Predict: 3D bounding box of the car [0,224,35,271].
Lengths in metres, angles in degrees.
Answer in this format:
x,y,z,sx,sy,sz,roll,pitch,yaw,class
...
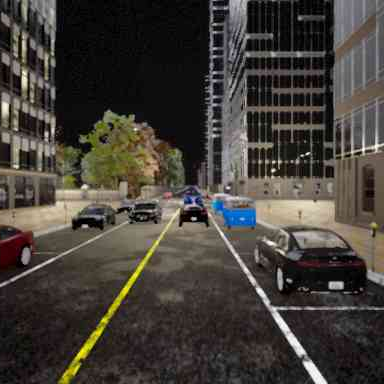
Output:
x,y,z,sx,sy,sz,roll,pitch,yaw,class
-5.681,1.494,8.415,1.887,1.381,4.507,0,0,0,car

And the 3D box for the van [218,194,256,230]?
x,y,z,sx,sy,sz,roll,pitch,yaw,class
2.714,1.203,19.810,1.690,1.788,3.998,0,1,0,van

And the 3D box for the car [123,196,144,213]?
x,y,z,sx,sy,sz,roll,pitch,yaw,class
-5.737,1.321,31.215,1.947,1.339,4.313,0,1,0,car

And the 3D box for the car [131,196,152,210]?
x,y,z,sx,sy,sz,roll,pitch,yaw,class
-5.778,1.211,38.448,1.752,1.417,4.829,0,1,0,car

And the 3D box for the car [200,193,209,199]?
x,y,z,sx,sy,sz,roll,pitch,yaw,class
2.768,0.902,75.012,1.947,1.339,4.313,0,1,0,car

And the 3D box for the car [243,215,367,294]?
x,y,z,sx,sy,sz,roll,pitch,yaw,class
2.700,1.500,8.407,2.008,1.369,4.403,0,0,0,car

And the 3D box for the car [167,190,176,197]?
x,y,z,sx,sy,sz,roll,pitch,yaw,class
-5.595,0.486,92.064,2.192,1.841,5.009,0,1,0,car

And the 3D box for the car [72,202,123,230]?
x,y,z,sx,sy,sz,roll,pitch,yaw,class
-5.668,1.427,19.819,1.947,1.339,4.313,0,0,0,car

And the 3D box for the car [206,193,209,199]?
x,y,z,sx,sy,sz,roll,pitch,yaw,class
2.763,0.831,69.331,1.967,1.590,4.097,0,1,0,car

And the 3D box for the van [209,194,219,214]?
x,y,z,sx,sy,sz,roll,pitch,yaw,class
2.807,1.096,31.206,1.690,1.788,3.998,0,1,0,van

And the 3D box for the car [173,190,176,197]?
x,y,z,sx,sy,sz,roll,pitch,yaw,class
-5.607,0.832,80.700,2.008,1.369,4.403,0,1,0,car

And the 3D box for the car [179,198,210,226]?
x,y,z,sx,sy,sz,roll,pitch,yaw,class
0.119,1.371,21.624,1.812,1.442,4.674,0,1,0,car

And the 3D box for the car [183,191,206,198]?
x,y,z,sx,sy,sz,roll,pitch,yaw,class
0.138,0.915,37.653,2.150,2.045,5.566,0,1,0,car

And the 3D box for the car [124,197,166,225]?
x,y,z,sx,sy,sz,roll,pitch,yaw,class
-3.065,1.340,22.694,1.837,1.490,4.892,0,1,0,car

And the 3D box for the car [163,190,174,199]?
x,y,z,sx,sy,sz,roll,pitch,yaw,class
-5.613,0.881,75.017,1.887,1.381,4.507,0,1,0,car
